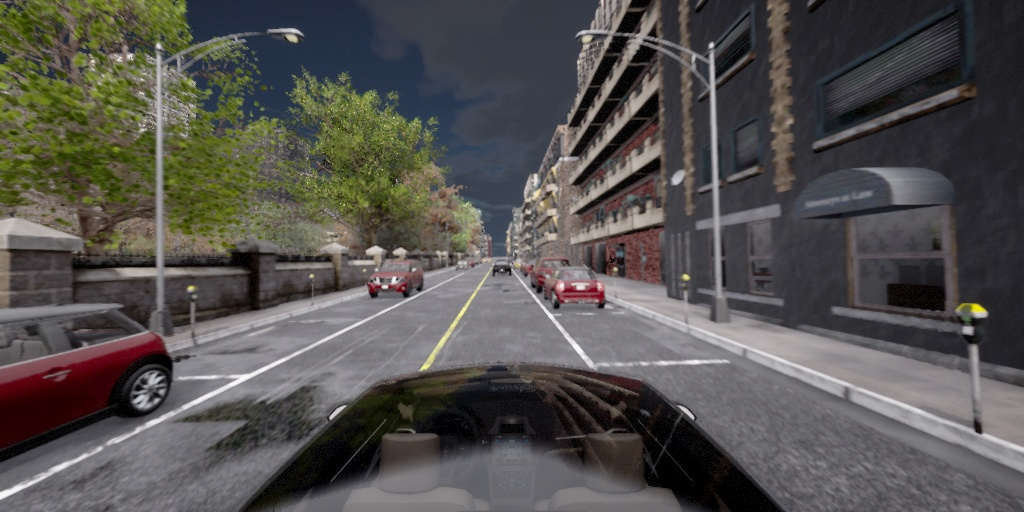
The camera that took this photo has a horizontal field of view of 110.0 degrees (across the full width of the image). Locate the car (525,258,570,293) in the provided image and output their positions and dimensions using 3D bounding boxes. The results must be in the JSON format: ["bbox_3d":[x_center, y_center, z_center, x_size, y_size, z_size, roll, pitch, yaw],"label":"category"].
[{"bbox_3d":[2.180,0.997,20.068,2.192,1.841,5.009,0,0,-2],"label":"car"}]

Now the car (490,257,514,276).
[{"bbox_3d":[-1.025,1.201,37.157,1.882,1.535,5.008,-1,0,-2],"label":"car"}]

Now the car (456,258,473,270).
[{"bbox_3d":[-7.280,1.380,52.917,2.007,1.370,4.403,0,0,-2],"label":"car"}]

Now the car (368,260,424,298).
[{"bbox_3d":[-6.194,1.172,19.794,2.192,1.841,5.009,0,0,-2],"label":"car"}]

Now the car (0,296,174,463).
[{"bbox_3d":[-5.651,1.311,3.233,1.967,1.591,4.097,0,0,-2],"label":"car"}]

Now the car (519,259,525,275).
[{"bbox_3d":[2.117,1.014,34.290,2.097,1.767,4.553,-1,0,-2],"label":"car"}]

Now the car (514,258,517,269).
[{"bbox_3d":[1.089,1.180,53.361,1.751,1.417,4.829,0,0,-2],"label":"car"}]

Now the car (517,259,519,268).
[{"bbox_3d":[1.925,1.181,41.319,1.812,1.442,4.674,-1,0,-2],"label":"car"}]

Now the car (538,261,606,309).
[{"bbox_3d":[2.361,1.127,14.548,1.967,1.591,4.097,0,0,-2],"label":"car"}]

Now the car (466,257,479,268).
[{"bbox_3d":[-7.642,1.135,63.958,2.192,1.841,5.009,0,0,-2],"label":"car"}]
